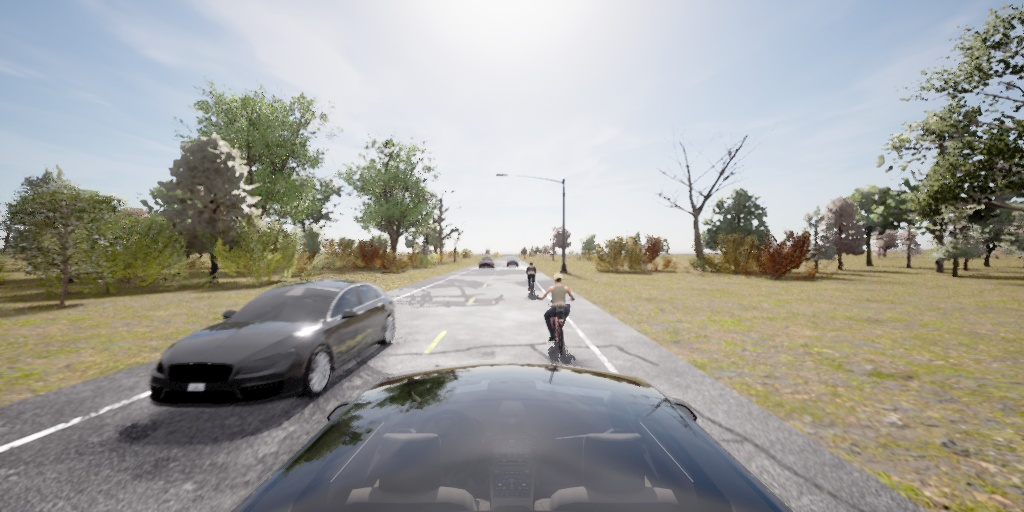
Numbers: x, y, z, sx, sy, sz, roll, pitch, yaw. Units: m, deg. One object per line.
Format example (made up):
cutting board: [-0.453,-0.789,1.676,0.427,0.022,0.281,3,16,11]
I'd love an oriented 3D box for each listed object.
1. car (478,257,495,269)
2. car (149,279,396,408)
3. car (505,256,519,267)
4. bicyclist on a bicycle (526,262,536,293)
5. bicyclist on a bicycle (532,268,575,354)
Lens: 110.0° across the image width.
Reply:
car: [-3.582,0.890,51.116,2.097,1.767,4.553,0,0,0]
car: [-3.602,1.235,6.519,1.837,1.490,4.892,0,0,0]
car: [0.098,1.032,58.313,1.812,1.442,4.674,0,0,0]
bicyclist on a bicycle: [0.962,1.137,17.732,0.582,1.620,1.656,0,0,0]
bicyclist on a bicycle: [0.974,1.162,7.708,0.866,1.612,1.509,0,0,0]
